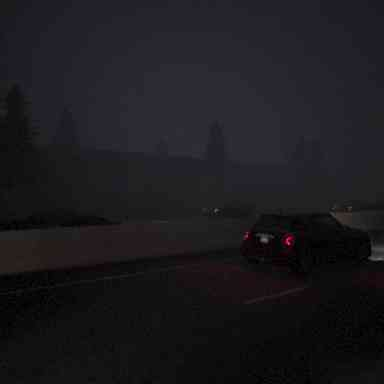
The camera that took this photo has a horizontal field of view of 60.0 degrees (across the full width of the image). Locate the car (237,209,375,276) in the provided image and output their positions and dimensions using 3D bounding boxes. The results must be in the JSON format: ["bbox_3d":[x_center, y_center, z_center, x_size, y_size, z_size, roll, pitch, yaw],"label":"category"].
[{"bbox_3d":[3.801,1.403,10.762,4.553,1.767,2.097,0,0,-35],"label":"car"}]

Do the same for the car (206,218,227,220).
[{"bbox_3d":[3.034,1.453,27.657,4.553,1.767,2.097,0,0,-35],"label":"car"}]

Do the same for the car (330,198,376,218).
[{"bbox_3d":[15.674,1.524,32.373,4.553,1.767,2.097,0,0,-35],"label":"car"}]

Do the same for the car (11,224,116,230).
[{"bbox_3d":[-4.777,1.585,13.484,4.181,1.385,1.994,0,0,-36],"label":"car"}]
